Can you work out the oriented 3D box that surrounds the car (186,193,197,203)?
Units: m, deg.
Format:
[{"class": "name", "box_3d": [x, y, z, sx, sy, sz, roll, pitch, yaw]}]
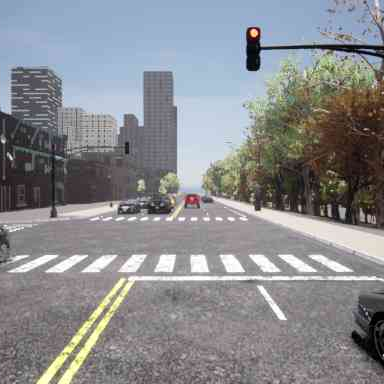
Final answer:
[{"class": "car", "box_3d": [-0.069, 1.197, 71.136, 2.150, 2.045, 5.566, 0, 0, 0]}]

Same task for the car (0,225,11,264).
[{"class": "car", "box_3d": [-6.596, 1.504, 8.917, 1.837, 1.490, 4.892, 2, 0, -6]}]

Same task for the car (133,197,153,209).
[{"class": "car", "box_3d": [-6.675, 1.476, 45.974, 2.128, 1.511, 4.902, 0, 0, 0]}]

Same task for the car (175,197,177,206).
[{"class": "car", "box_3d": [-3.425, 1.462, 45.898, 1.882, 1.535, 5.008, 0, 0, 0]}]

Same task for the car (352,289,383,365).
[{"class": "car", "box_3d": [3.345, 1.547, 2.563, 2.033, 1.411, 5.357, 0, 0, 0]}]

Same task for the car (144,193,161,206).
[{"class": "car", "box_3d": [-6.694, 1.201, 56.663, 2.150, 2.045, 5.566, 0, 0, 1]}]

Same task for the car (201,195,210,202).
[{"class": "car", "box_3d": [3.103, 1.447, 75.908, 1.882, 1.535, 5.008, 0, 0, 0]}]

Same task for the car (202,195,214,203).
[{"class": "car", "box_3d": [3.223, 1.539, 65.880, 1.994, 1.385, 4.181, 0, 0, 0]}]

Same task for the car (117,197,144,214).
[{"class": "car", "box_3d": [-6.661, 1.480, 35.573, 2.128, 1.511, 4.902, 0, 0, 0]}]

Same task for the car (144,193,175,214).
[{"class": "car", "box_3d": [-3.421, 1.210, 35.900, 2.150, 2.045, 5.566, 0, 0, 1]}]

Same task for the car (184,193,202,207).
[{"class": "car", "box_3d": [0.000, 1.205, 50.121, 2.150, 2.045, 5.566, 0, 0, 0]}]
